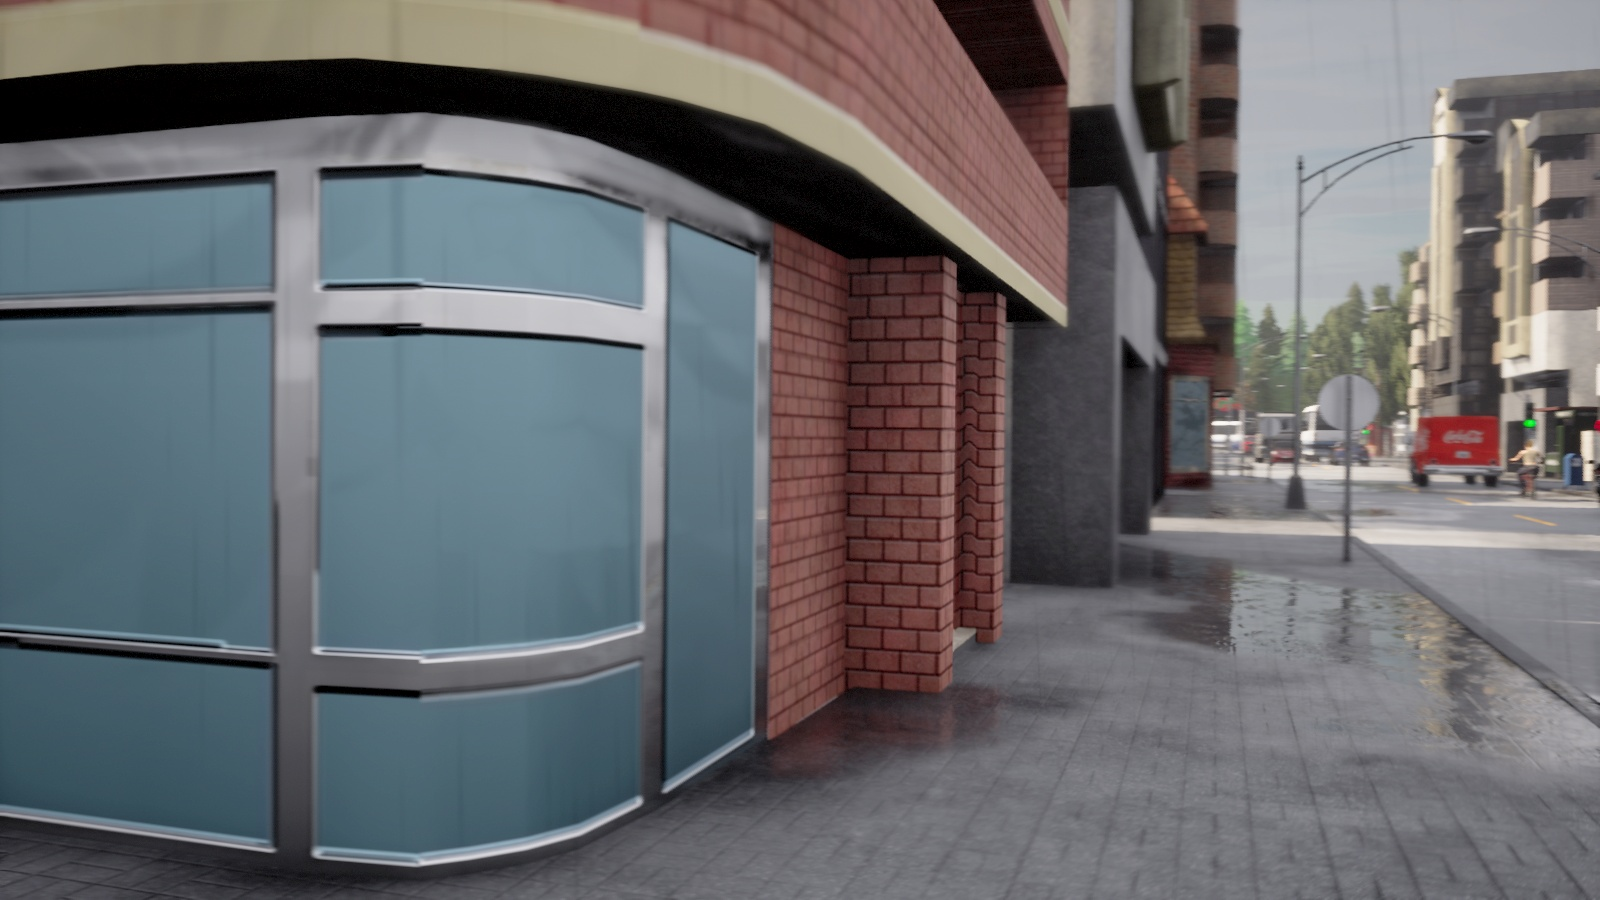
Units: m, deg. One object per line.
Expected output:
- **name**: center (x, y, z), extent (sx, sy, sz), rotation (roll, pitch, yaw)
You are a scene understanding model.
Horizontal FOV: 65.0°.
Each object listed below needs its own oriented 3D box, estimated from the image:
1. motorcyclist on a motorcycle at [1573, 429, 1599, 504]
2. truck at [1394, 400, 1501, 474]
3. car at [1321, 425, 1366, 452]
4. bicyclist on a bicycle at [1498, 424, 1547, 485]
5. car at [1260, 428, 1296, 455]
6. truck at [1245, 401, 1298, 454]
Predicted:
- **motorcyclist on a motorcycle**: center (17.127, 0.329, 26.520), extent (0.866, 1.530, 2.191), rotation (-1, 1, 18)
- **truck**: center (23.213, -0.476, 45.266), extent (2.627, 2.467, 5.204), rotation (-1, 1, 18)
- **car**: center (34.098, -0.718, 78.893), extent (2.152, 1.651, 5.027), rotation (-1, 1, 18)
- **bicyclist on a bicycle**: center (19.560, 0.117, 34.020), extent (0.866, 1.612, 1.509), rotation (0, 1, 18)
- **car**: center (29.336, -0.521, 77.146), extent (1.851, 1.617, 3.988), rotation (0, 1, 18)
- **truck**: center (32.460, -1.546, 86.757), extent (2.891, 3.462, 7.936), rotation (-1, 1, 17)
